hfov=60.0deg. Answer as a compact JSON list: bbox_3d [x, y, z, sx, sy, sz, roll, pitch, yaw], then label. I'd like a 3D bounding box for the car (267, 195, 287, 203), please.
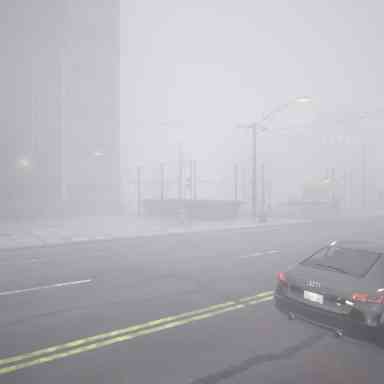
[{"bbox_3d":[17.356,1.452,67.771,3.806,1.475,1.970,0,0,-36],"label":"car"}]

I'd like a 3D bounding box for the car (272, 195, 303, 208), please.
[{"bbox_3d":[13.347,1.254,44.710,4.553,1.767,2.185,0,0,-36],"label":"car"}]

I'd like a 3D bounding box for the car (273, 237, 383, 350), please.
[{"bbox_3d":[3.480,1.564,6.227,4.181,1.385,1.994,0,0,-35],"label":"car"}]

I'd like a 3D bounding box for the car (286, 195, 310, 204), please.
[{"bbox_3d":[20.261,1.420,63.769,4.674,1.452,2.002,0,0,-36],"label":"car"}]
